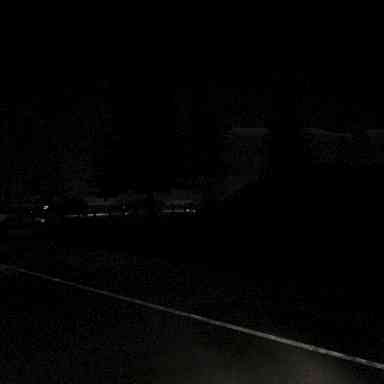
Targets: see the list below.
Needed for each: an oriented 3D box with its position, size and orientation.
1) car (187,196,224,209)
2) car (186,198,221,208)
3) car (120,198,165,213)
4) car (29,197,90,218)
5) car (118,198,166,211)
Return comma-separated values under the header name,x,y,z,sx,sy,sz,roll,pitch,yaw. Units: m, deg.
name,x,y,z,sx,sy,sz,roll,pitch,yaw
car,1.742,1.276,41.526,4.553,1.767,2.097,0,0,-35
car,1.630,1.514,45.774,4.718,1.301,1.895,0,0,-35
car,-5.184,1.406,35.789,4.902,1.511,2.128,0,0,-42
car,-11.389,1.260,29.373,2.097,1.767,4.553,0,0,41
car,-5.935,1.448,39.885,5.357,1.411,2.033,0,0,-42
